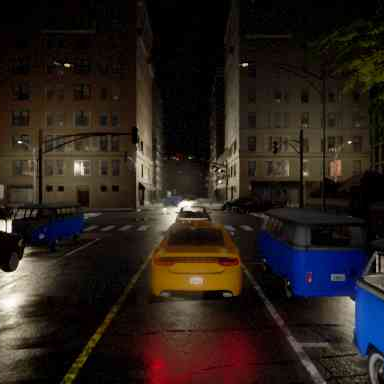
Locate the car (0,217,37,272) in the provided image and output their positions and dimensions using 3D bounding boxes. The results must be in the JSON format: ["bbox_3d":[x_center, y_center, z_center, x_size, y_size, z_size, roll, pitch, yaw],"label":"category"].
[{"bbox_3d":[-5.823,1.544,8.016,1.887,1.381,4.507,0,0,0],"label":"car"}]

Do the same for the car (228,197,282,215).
[{"bbox_3d":[6.397,1.480,32.554,4.902,1.511,2.128,0,0,0],"label":"car"}]

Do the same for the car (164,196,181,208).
[{"bbox_3d":[-3.055,1.463,48.954,1.882,1.535,5.008,0,0,0],"label":"car"}]

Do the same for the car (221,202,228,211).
[{"bbox_3d":[5.464,1.354,36.300,4.553,1.767,2.097,0,0,10],"label":"car"}]

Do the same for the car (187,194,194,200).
[{"bbox_3d":[-0.317,1.321,88.806,1.837,1.490,4.892,0,0,-1],"label":"car"}]

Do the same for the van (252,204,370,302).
[{"bbox_3d":[2.704,1.340,7.989,1.690,1.788,3.998,0,0,0],"label":"van"}]

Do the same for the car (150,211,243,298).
[{"bbox_3d":[0.113,1.477,8.576,1.882,1.535,5.008,0,0,1],"label":"car"}]

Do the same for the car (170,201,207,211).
[{"bbox_3d":[0.073,1.486,17.995,2.128,1.511,4.902,0,0,0],"label":"car"}]

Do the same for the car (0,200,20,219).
[{"bbox_3d":[-17.904,1.488,28.880,4.902,1.511,2.128,0,0,-1],"label":"car"}]

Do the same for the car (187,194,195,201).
[{"bbox_3d":[-0.228,1.572,78.833,1.895,1.301,4.718,0,0,-1],"label":"car"}]

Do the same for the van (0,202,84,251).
[{"bbox_3d":[-5.798,1.339,13.676,1.690,1.788,3.998,0,0,0],"label":"van"}]

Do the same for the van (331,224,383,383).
[{"bbox_3d":[2.679,1.341,2.331,1.690,1.788,3.998,0,0,0],"label":"van"}]

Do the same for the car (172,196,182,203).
[{"bbox_3d":[-3.177,1.523,73.025,2.033,1.411,5.357,0,0,-1],"label":"car"}]
